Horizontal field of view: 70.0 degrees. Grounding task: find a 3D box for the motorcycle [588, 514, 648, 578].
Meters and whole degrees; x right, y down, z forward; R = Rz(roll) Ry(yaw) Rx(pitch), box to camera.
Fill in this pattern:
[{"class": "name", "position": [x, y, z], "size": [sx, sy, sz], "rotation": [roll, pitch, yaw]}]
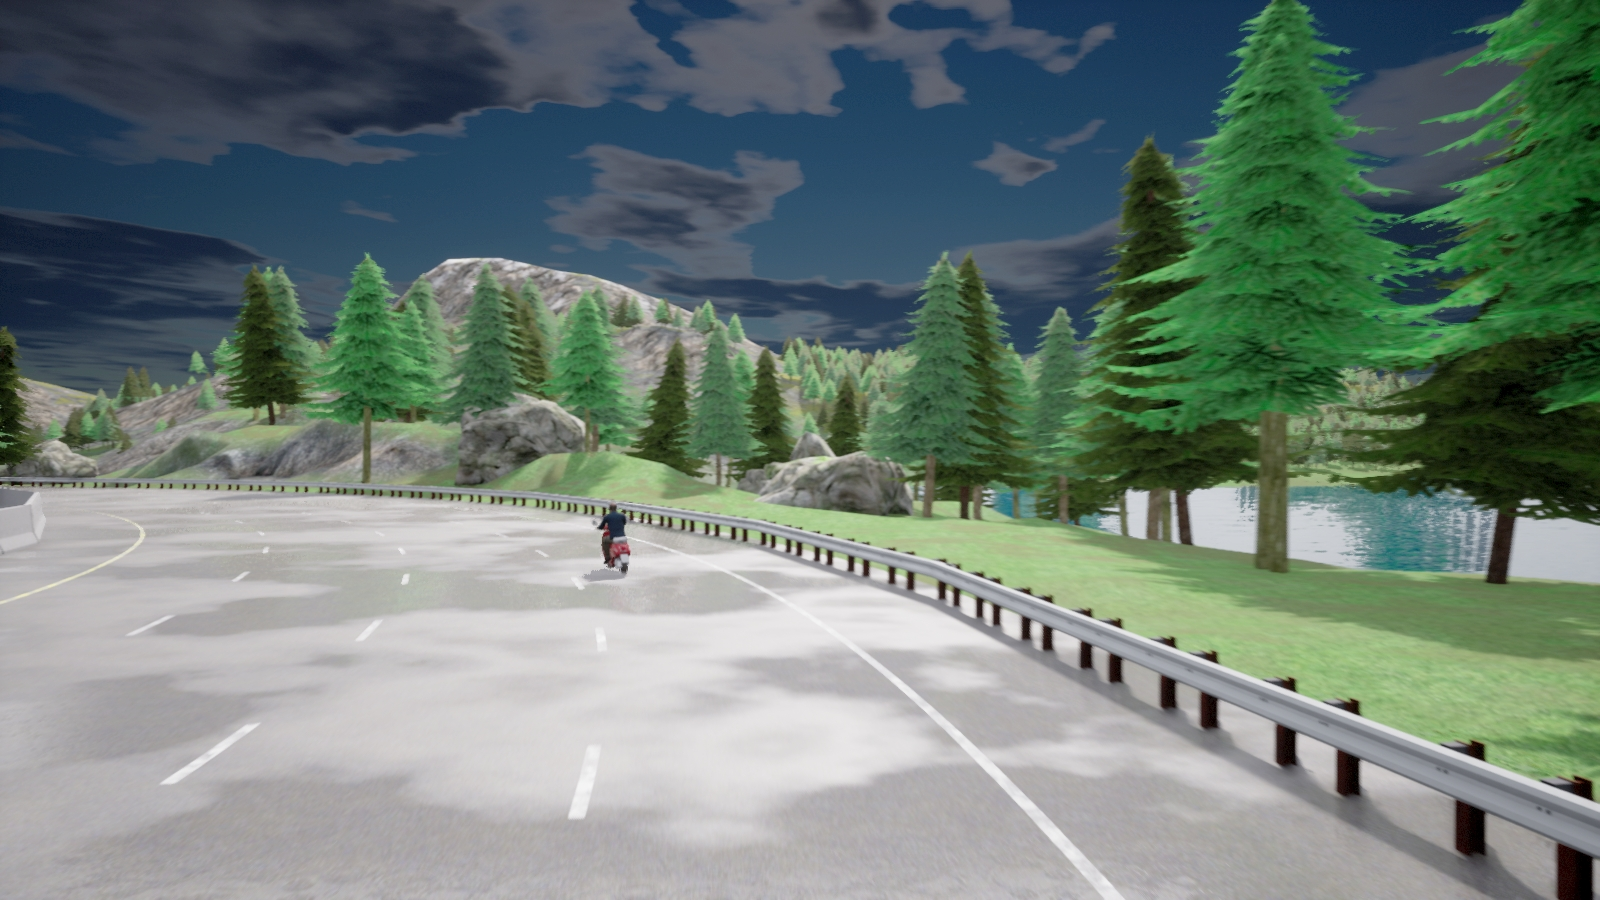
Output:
[{"class": "motorcycle", "position": [-4.184, 2.178, 26.170], "size": [0.856, 1.236, 1.805], "rotation": [-6, 2, -22]}]
